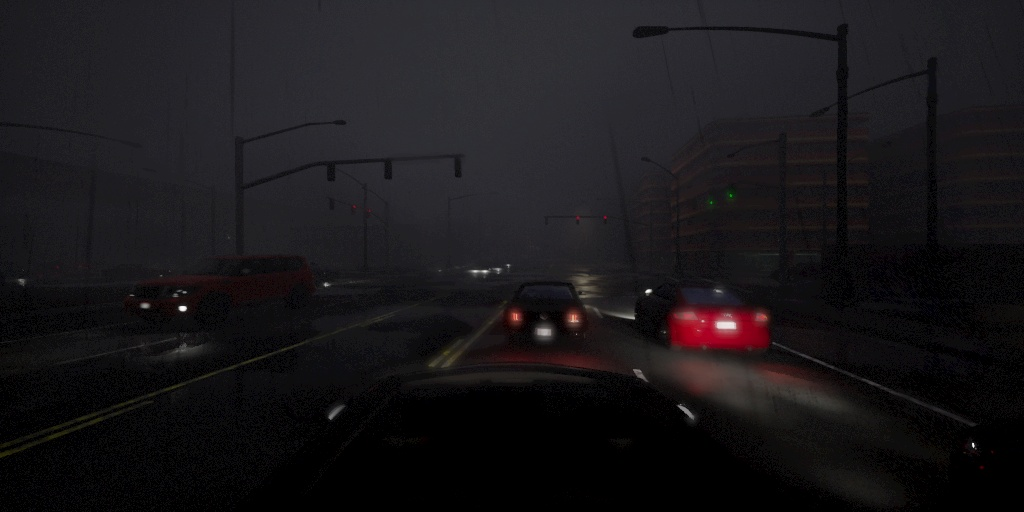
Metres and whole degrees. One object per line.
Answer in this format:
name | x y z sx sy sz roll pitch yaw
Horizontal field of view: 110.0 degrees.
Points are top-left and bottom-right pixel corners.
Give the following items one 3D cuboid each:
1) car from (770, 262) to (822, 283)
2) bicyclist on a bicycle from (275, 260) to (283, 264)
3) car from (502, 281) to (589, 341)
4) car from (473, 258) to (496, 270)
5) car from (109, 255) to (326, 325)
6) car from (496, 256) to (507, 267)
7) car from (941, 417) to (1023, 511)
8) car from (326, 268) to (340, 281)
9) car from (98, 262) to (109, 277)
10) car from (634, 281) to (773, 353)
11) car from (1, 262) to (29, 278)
car | 22.803 1.228 27.591 5.008 1.535 1.882 0 0 7
bicyclist on a bicycle | -26.420 1.053 40.582 0.582 1.620 1.656 0 0 7
car | 0.996 1.351 9.915 1.895 1.301 4.718 0 0 8
car | -3.880 1.176 48.705 1.994 1.385 4.181 0 1 8
car | -9.346 0.971 12.290 2.150 2.045 5.566 0 0 9
car | -2.533 1.064 58.559 1.895 1.301 4.718 0 1 8
car | 3.640 1.242 0.203 2.128 1.511 4.902 0 0 1
car | -16.196 1.228 28.351 5.008 1.535 1.882 0 0 7
car | -31.397 1.351 30.139 4.718 1.301 1.895 0 0 7
car | 4.400 1.314 8.915 1.994 1.385 4.181 0 0 7
car | -47.029 1.275 33.110 4.674 1.442 1.812 0 0 25
